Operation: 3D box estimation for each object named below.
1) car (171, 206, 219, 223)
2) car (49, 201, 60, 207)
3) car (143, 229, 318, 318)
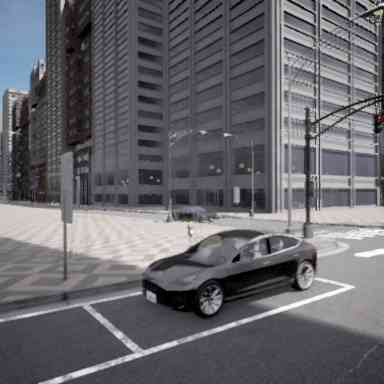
[{"bbox_3d":[0.112,1.943,29.517,2.033,1.411,5.357,0,-1,-35],"label":"car"},{"bbox_3d":[-30.054,2.743,72.235,1.812,1.442,4.674,0,-1,-35],"label":"car"},{"bbox_3d":[1.028,1.546,7.382,4.313,1.339,1.947,0,0,-36],"label":"car"}]
